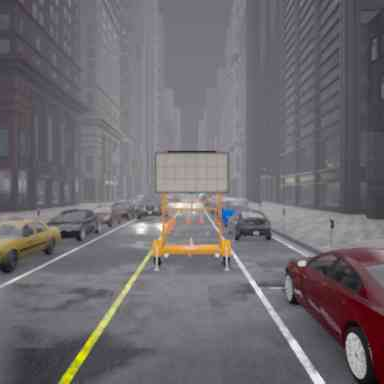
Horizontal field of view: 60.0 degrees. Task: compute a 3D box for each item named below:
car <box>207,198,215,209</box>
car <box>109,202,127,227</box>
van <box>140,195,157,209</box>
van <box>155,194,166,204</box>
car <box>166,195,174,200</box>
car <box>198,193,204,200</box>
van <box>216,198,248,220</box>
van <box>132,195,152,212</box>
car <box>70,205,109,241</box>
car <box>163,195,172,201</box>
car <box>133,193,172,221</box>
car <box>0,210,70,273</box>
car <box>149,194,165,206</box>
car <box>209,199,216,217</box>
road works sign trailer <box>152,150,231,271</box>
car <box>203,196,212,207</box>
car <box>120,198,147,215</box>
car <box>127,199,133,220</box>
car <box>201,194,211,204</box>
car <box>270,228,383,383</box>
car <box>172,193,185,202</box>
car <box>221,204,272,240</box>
[{"bbox_3d":[2.742,1.535,33.380,1.802,1.307,4.206,0,0,0],"label":"car"},{"bbox_3d":[-5.776,1.547,22.086,1.802,1.307,4.206,0,0,0],"label":"car"},{"bbox_3d":[-5.789,1.285,44.631,1.690,1.788,3.998,0,0,0],"label":"van"},{"bbox_3d":[-5.799,1.274,61.540,1.690,1.788,3.998,0,0,0],"label":"van"},{"bbox_3d":[-5.815,1.496,89.724,1.947,1.339,4.313,0,0,0],"label":"car"},{"bbox_3d":[2.726,1.248,61.560,2.192,1.841,5.009,0,0,0],"label":"car"},{"bbox_3d":[2.749,1.307,22.107,1.690,1.788,3.998,0,0,0],"label":"van"},{"bbox_3d":[-5.786,1.289,38.995,1.690,1.788,3.998,0,0,0],"label":"van"},{"bbox_3d":[-5.773,1.539,16.448,1.947,1.339,4.313,0,0,0],"label":"car"},{"bbox_3d":[-5.808,1.474,78.451,1.887,1.381,4.507,0,0,0],"label":"car"},{"bbox_3d":[-3.113,1.182,27.483,2.150,2.045,5.566,0,0,0],"label":"car"},{"bbox_3d":[-5.769,1.507,10.642,1.752,1.417,4.829,0,0,0],"label":"car"},{"bbox_3d":[-5.796,1.251,55.904,2.192,1.841,5.009,0,0,0],"label":"car"},{"bbox_3d":[2.746,1.510,27.743,2.008,1.369,4.403,0,0,0],"label":"car"},{"bbox_3d":[-0.006,0.446,10.852,2.380,3.560,2.880,0,0,0],"label":"road works sign trailer"},{"bbox_3d":[2.739,1.499,39.016,2.008,1.369,4.403,0,0,0],"label":"car"},{"bbox_3d":[-5.783,1.393,33.359,1.967,1.590,4.097,0,0,0],"label":"car"},{"bbox_3d":[-5.779,1.525,27.722,1.947,1.339,4.313,0,0,0],"label":"car"},{"bbox_3d":[2.733,1.484,50.288,1.887,1.381,4.507,0,0,0],"label":"car"},{"bbox_3d":[2.759,1.535,5.198,1.887,1.381,4.507,0,0,0],"label":"car"},{"bbox_3d":[-3.048,1.281,67.363,2.097,1.767,4.553,0,0,0],"label":"car"},{"bbox_3d":[2.752,1.524,16.470,2.008,1.369,4.403,0,0,0],"label":"car"}]
